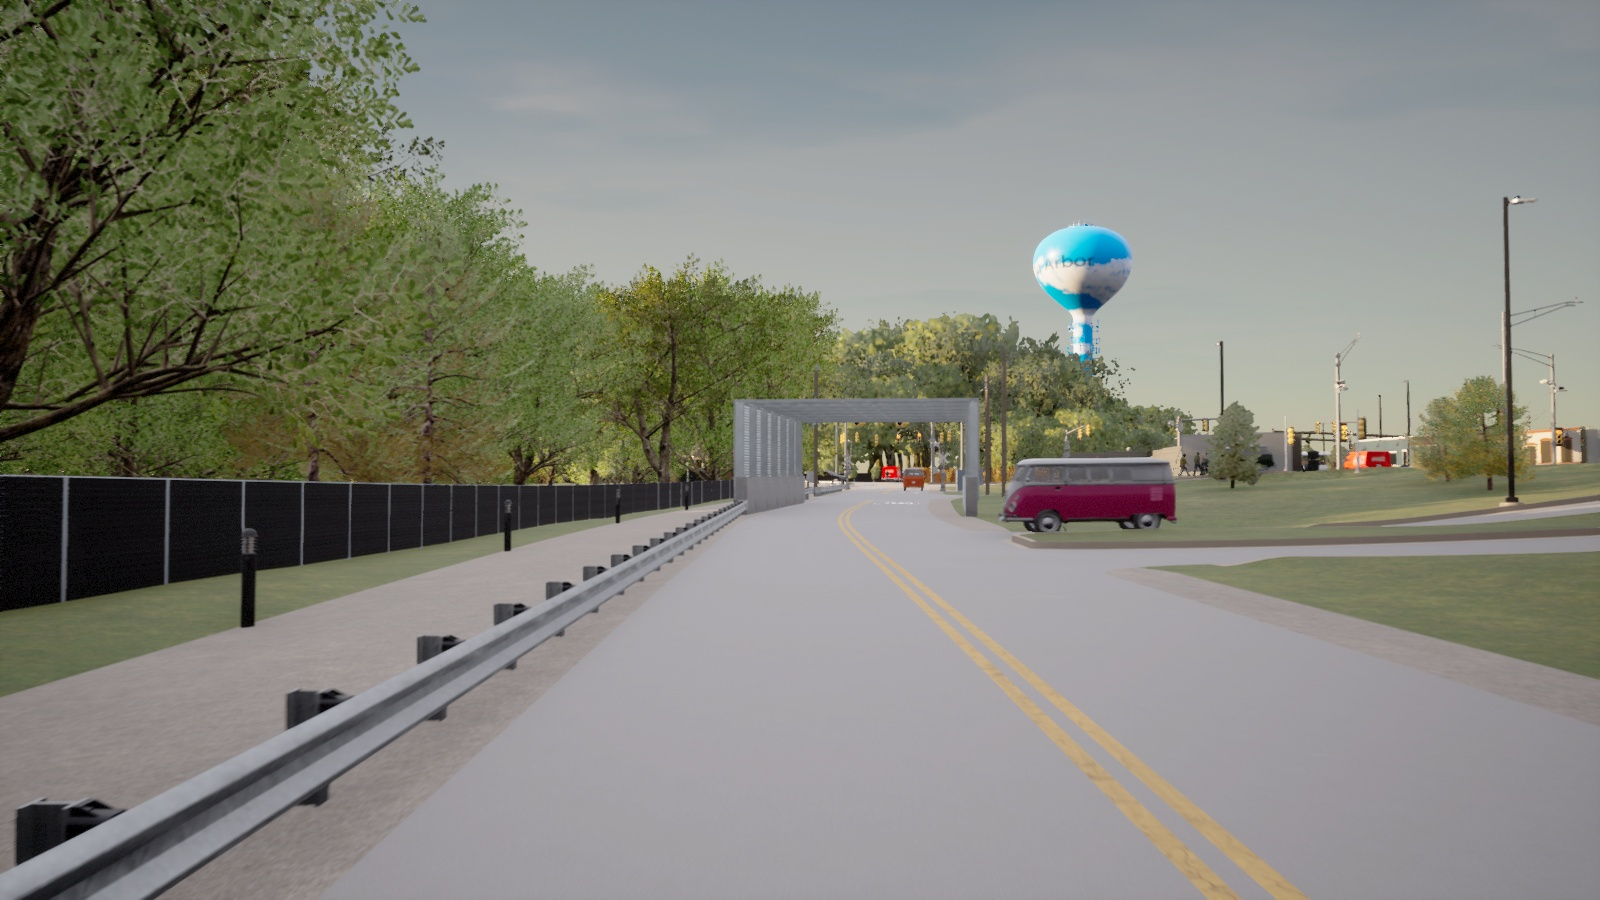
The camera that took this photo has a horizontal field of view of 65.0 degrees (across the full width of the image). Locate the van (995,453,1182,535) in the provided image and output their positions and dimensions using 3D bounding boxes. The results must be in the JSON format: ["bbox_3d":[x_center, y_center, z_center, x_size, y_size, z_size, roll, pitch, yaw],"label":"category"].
[{"bbox_3d":[7.516,1.142,32.972,4.442,1.987,1.775,-1,-1,-1],"label":"van"}]

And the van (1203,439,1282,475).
[{"bbox_3d":[29.337,0.482,83.375,4.442,1.987,1.775,-5,-2,0],"label":"van"}]
